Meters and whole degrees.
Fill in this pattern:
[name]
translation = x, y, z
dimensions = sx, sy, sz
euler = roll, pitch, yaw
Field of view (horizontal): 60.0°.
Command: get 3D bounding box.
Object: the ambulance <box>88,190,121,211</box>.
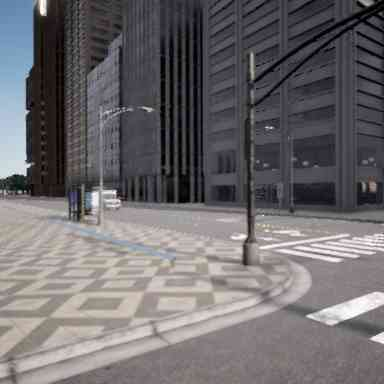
[ambulance]
translation = -10.777, 0.992, 41.005
dimensions = 2.351, 2.431, 6.366
euler = 0, 0, -35
